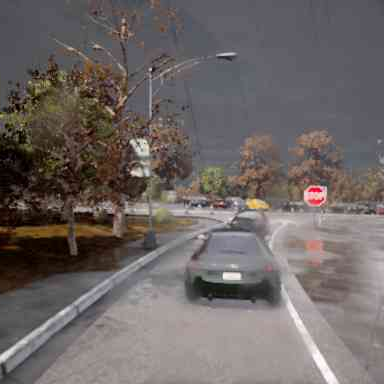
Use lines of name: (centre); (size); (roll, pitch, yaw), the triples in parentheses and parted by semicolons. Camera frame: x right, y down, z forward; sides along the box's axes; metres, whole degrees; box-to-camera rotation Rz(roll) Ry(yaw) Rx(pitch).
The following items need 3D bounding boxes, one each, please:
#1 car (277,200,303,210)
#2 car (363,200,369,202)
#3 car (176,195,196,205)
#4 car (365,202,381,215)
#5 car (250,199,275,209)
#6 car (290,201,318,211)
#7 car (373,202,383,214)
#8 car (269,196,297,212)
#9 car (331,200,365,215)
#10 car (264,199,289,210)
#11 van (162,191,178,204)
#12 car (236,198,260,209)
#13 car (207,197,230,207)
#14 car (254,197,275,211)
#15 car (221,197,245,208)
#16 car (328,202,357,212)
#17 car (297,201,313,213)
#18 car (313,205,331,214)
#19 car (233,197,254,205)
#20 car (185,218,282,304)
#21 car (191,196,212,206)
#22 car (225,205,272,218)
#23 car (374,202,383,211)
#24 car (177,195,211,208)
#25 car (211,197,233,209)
car: (17.567, 2.333, 59.804); (2.097, 1.535, 5.008); (3, 0, -17)
car: (30.906, 2.831, 63.830); (2.097, 1.535, 5.008); (2, 0, -17)
car: (-1.101, 1.283, 54.193); (2.002, 1.452, 4.674); (4, -1, -17)
car: (24.180, 2.561, 48.111); (2.163, 1.488, 4.792); (2, 0, -17)
car: (12.234, 2.103, 58.174); (2.163, 1.488, 4.792); (3, -1, -17)
car: (20.359, 2.456, 60.644); (2.231, 1.521, 4.892); (3, 0, -17)
car: (26.831, 2.668, 48.969); (2.163, 1.488, 4.792); (2, 0, -17)
car: (10.848, 1.602, 44.156); (2.435, 2.045, 5.566); (3, -1, -17)
car: (21.520, 2.289, 47.307); (2.185, 1.767, 4.553); (3, 0, -17)
car: (14.898, 2.207, 59.001); (2.097, 1.535, 5.008); (3, 0, -17)
van: (-3.601, 0.845, 53.303); (1.878, 1.987, 4.442); (4, 0, -17)
car: (9.634, 1.929, 57.616); (1.946, 1.575, 5.366); (3, -1, -17)
car: (4.336, 1.639, 55.857); (2.163, 1.488, 4.792); (4, -1, -17)
car: (8.173, 1.687, 43.317); (2.097, 1.535, 5.008); (3, -1, -17)
car: (6.962, 1.772, 56.811); (1.946, 1.575, 5.366); (3, -1, -17)
car: (28.292, 2.747, 62.844); (1.946, 1.575, 5.366); (2, 0, -17)
car: (13.511, 2.011, 44.923); (2.231, 1.521, 4.892); (3, -1, -17)
car: (16.173, 2.186, 45.701); (2.163, 1.488, 4.792); (3, 0, -17)
car: (5.515, 1.386, 42.554); (2.185, 1.767, 4.553); (4, -1, -17)
car: (1.046, 1.582, 8.308); (1.994, 1.385, 4.181); (0, 0, 8)
car: (1.560, 1.466, 54.994); (2.002, 1.452, 4.674); (4, -1, -17)
car: (3.165, 1.632, 17.969); (1.812, 1.442, 4.674); (0, -1, 16)
car: (38.915, 2.904, 66.266); (2.185, 1.767, 4.553); (1, 0, -17)
car: (0.200, 1.176, 40.891); (2.163, 1.488, 4.792); (4, -1, -17)
car: (2.843, 1.358, 41.749); (2.163, 1.488, 4.792); (4, -1, -17)
